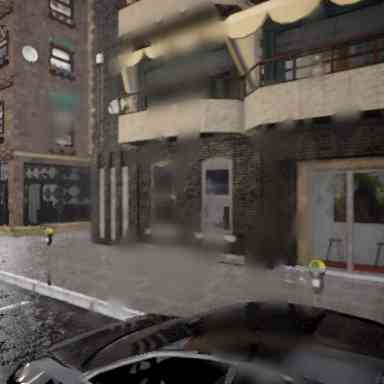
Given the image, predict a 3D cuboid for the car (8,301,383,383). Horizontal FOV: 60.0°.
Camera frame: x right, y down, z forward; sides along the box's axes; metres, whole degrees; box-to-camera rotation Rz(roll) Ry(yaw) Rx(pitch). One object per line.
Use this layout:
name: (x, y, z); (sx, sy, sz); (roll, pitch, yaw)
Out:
car: (0.401, 1.560, 2.444); (4.313, 1.339, 1.947); (0, 0, 36)
